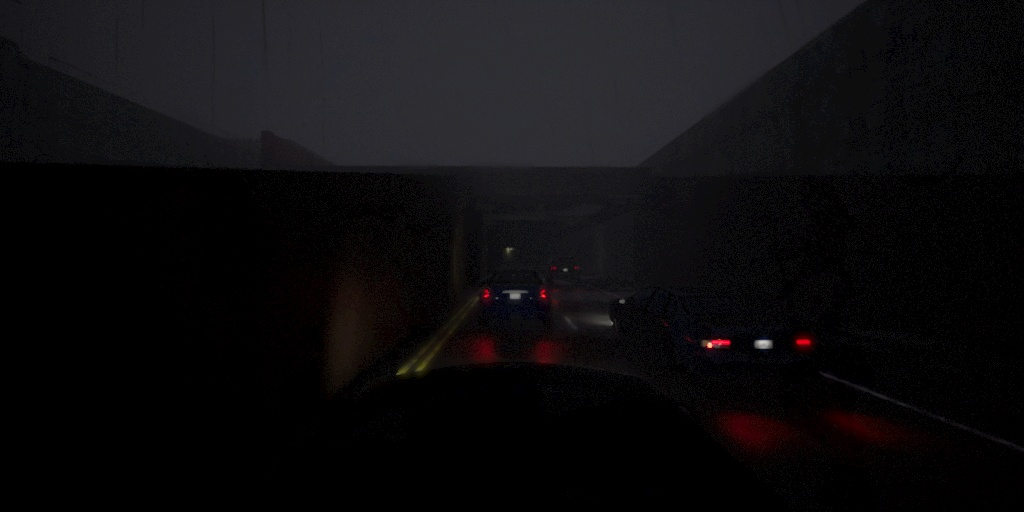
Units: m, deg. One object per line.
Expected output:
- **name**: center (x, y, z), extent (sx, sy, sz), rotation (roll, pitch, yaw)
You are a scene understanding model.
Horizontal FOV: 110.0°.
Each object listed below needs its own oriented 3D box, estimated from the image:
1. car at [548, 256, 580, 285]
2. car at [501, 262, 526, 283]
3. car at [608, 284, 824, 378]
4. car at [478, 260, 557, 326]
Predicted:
- **car**: center (3.604, 1.024, 26.691), extent (2.150, 2.045, 5.566), rotation (0, 0, 0)
- **car**: center (0.106, 1.285, 29.266), extent (1.882, 1.535, 5.008), rotation (0, 0, 0)
- **car**: center (3.588, 1.310, 7.616), extent (2.033, 1.411, 5.357), rotation (0, 0, 0)
- **car**: center (0.096, 1.125, 11.969), extent (2.097, 1.767, 4.553), rotation (0, 0, 0)
